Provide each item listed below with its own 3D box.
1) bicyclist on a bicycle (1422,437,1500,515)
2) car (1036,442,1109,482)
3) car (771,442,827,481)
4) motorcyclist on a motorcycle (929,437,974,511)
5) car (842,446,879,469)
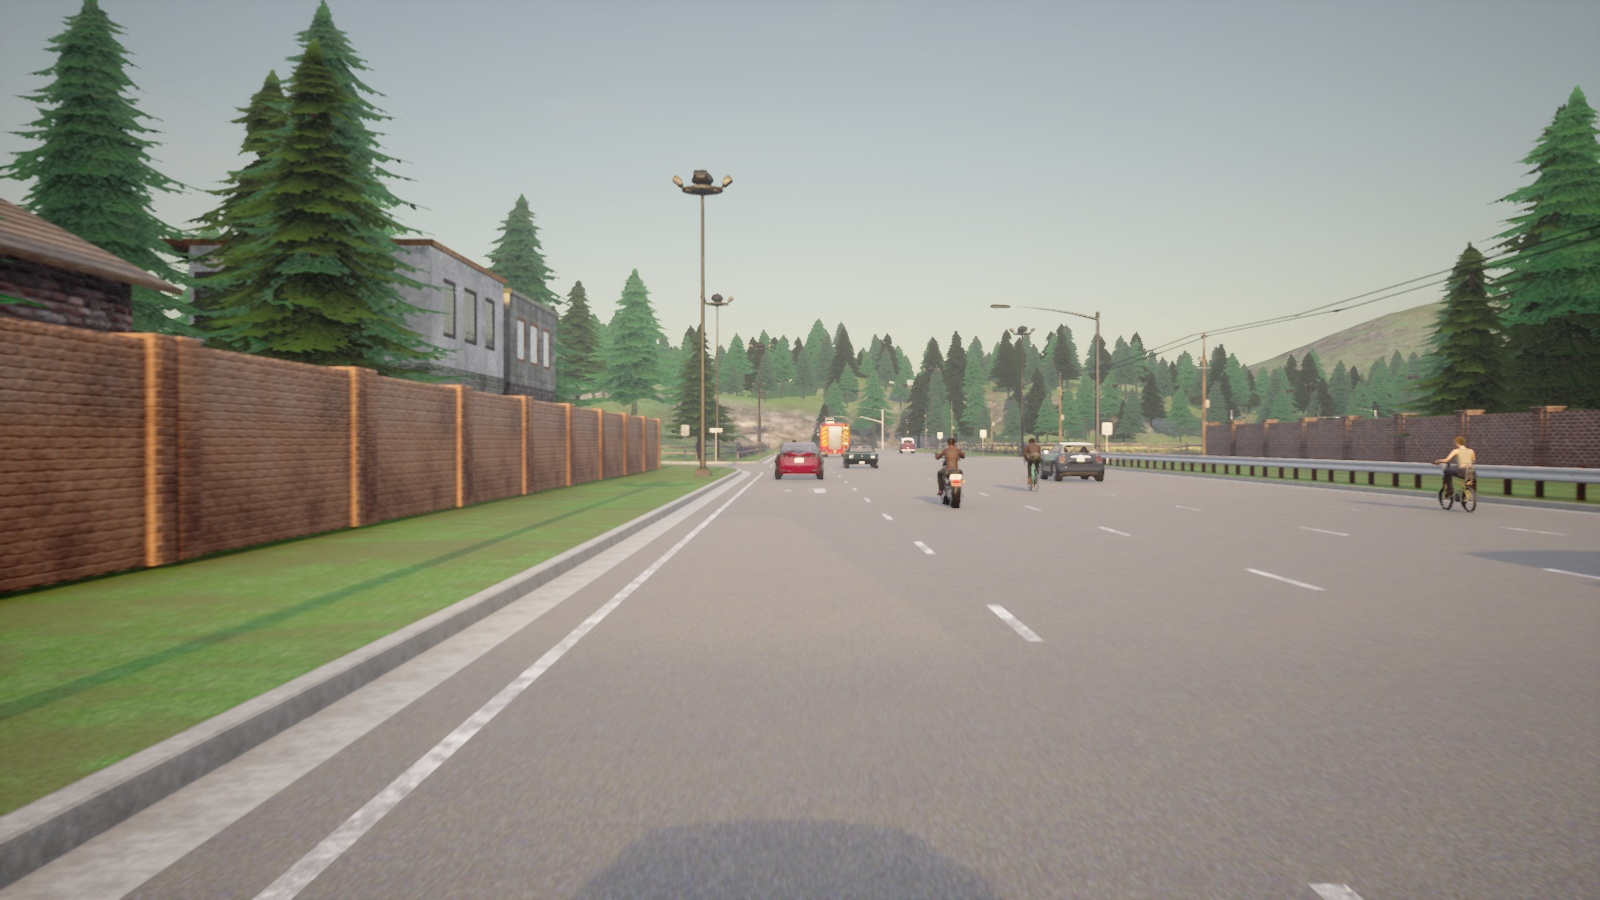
[{"bbox_3d":[13.981,0.536,26.612,0.866,1.612,1.509,0,0,0],"label":"bicyclist on a bicycle"},{"bbox_3d":[10.471,0.427,48.534,1.970,1.475,3.806,0,0,0],"label":"car"},{"bbox_3d":[-0.032,0.433,51.221,2.163,1.488,4.792,0,0,0],"label":"car"},{"bbox_3d":[3.494,0.523,29.101,0.766,1.649,2.350,0,0,0],"label":"motorcyclist on a motorcycle"},{"bbox_3d":[3.444,0.411,71.882,1.895,1.301,4.718,0,0,0],"label":"car"}]
